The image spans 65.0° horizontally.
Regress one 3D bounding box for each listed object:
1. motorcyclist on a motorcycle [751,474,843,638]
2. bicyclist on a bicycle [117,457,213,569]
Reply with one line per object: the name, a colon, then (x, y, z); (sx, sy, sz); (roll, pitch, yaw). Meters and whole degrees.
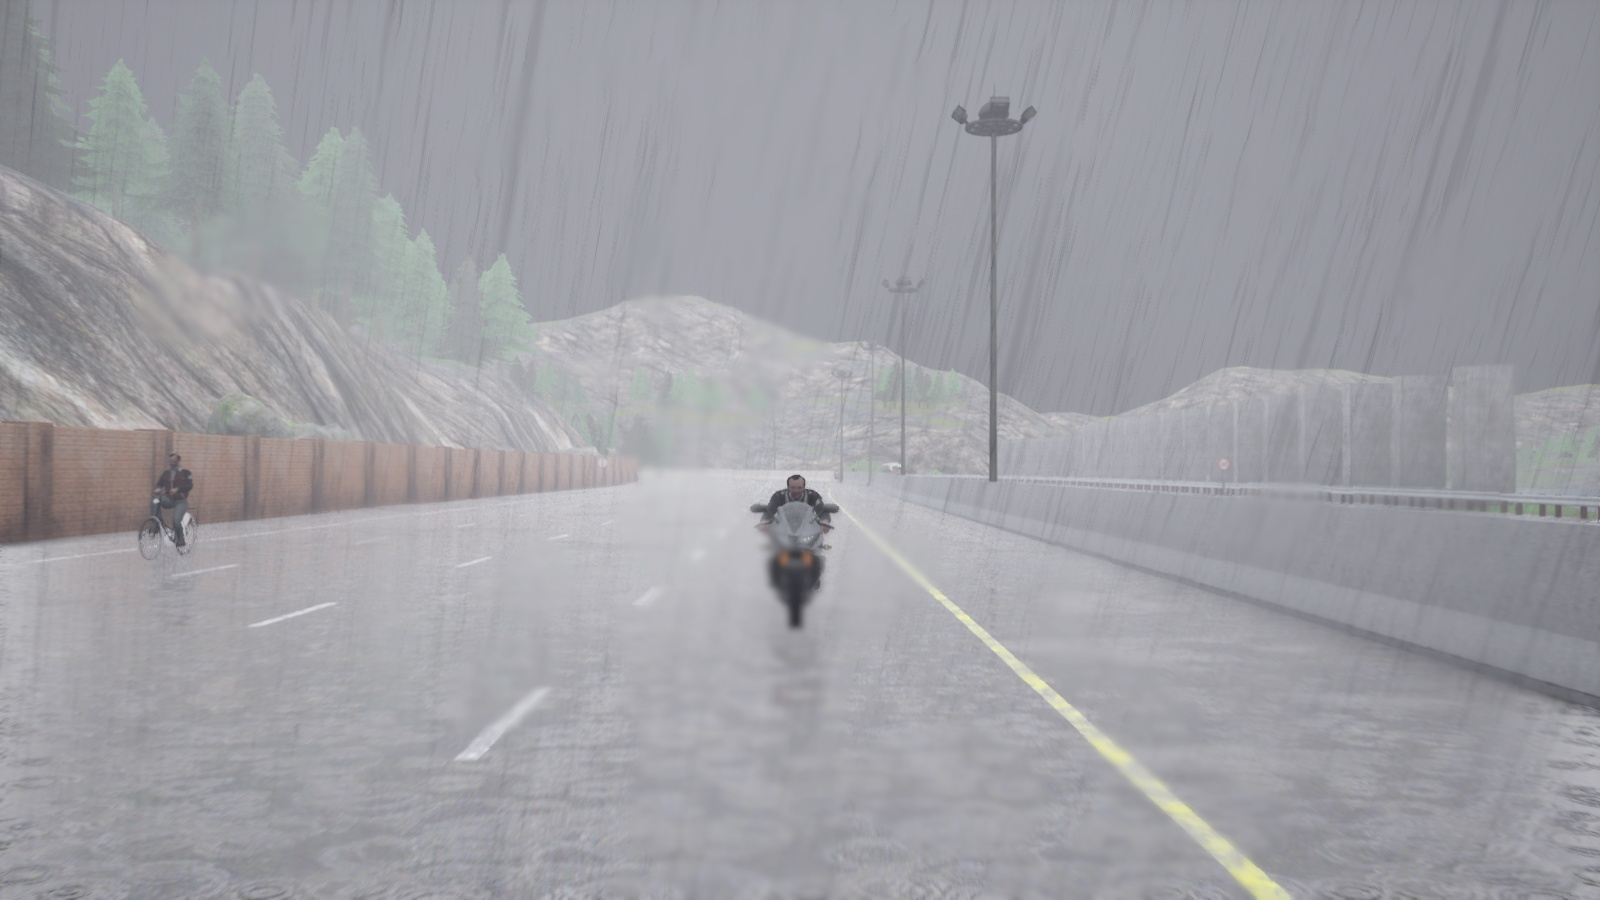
motorcyclist on a motorcycle: (-0.032, 1.027, 12.984); (0.866, 1.530, 2.191); (0, -1, 0)
bicyclist on a bicycle: (-10.551, 1.015, 20.936); (0.659, 1.776, 1.843); (0, -1, 0)
